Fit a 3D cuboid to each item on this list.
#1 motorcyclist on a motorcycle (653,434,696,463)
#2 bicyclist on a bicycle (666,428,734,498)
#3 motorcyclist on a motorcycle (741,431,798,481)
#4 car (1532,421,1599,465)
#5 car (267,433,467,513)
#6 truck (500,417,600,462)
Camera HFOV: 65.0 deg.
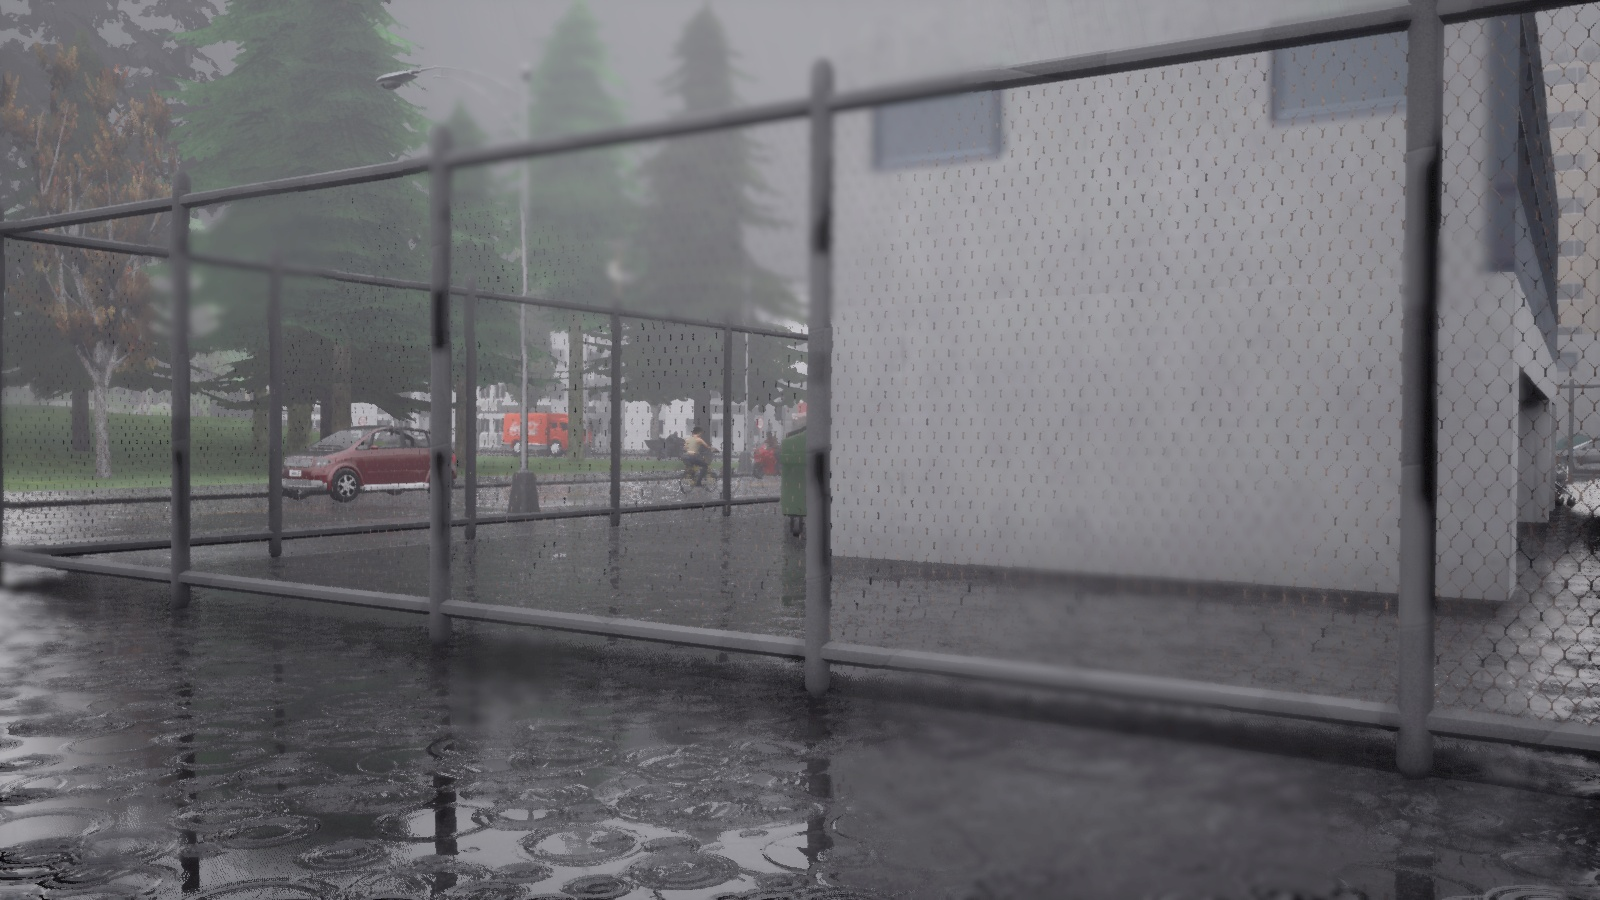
[{"bbox_3d":[-6.692,-0.086,66.887,2.191,1.530,0.866,0,1,33],"label":"motorcyclist on a motorcycle"},{"bbox_3d":[-2.361,0.282,29.853,0.866,1.612,1.509,0,1,32],"label":"bicyclist on a bicycle"},{"bbox_3d":[-0.944,0.181,39.650,0.797,1.523,2.044,0,1,32],"label":"motorcyclist on a motorcycle"},{"bbox_3d":[30.844,-0.274,48.059,4.856,1.649,2.033,0,1,32],"label":"car"},{"bbox_3d":[-9.109,0.428,26.664,1.789,1.549,3.705,0,1,32],"label":"car"},{"bbox_3d":[-14.268,-0.607,71.627,5.204,2.467,2.627,0,1,32],"label":"truck"}]
